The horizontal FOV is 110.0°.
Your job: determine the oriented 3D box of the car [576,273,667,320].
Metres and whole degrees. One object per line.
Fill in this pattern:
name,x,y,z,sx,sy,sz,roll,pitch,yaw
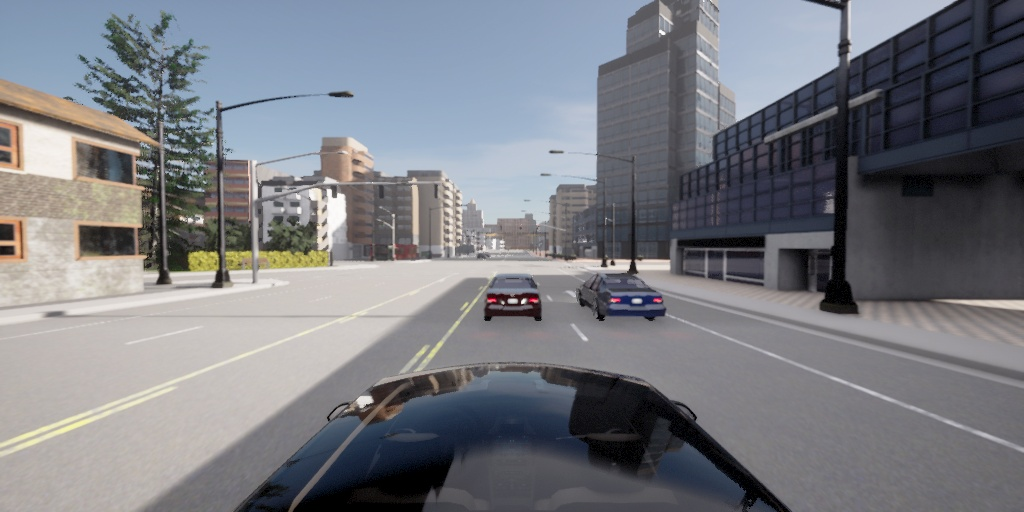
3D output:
car,3.546,1.304,12.605,2.033,1.411,5.357,0,0,1

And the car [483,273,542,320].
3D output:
car,0.046,1.304,12.591,2.033,1.411,5.357,0,0,1
